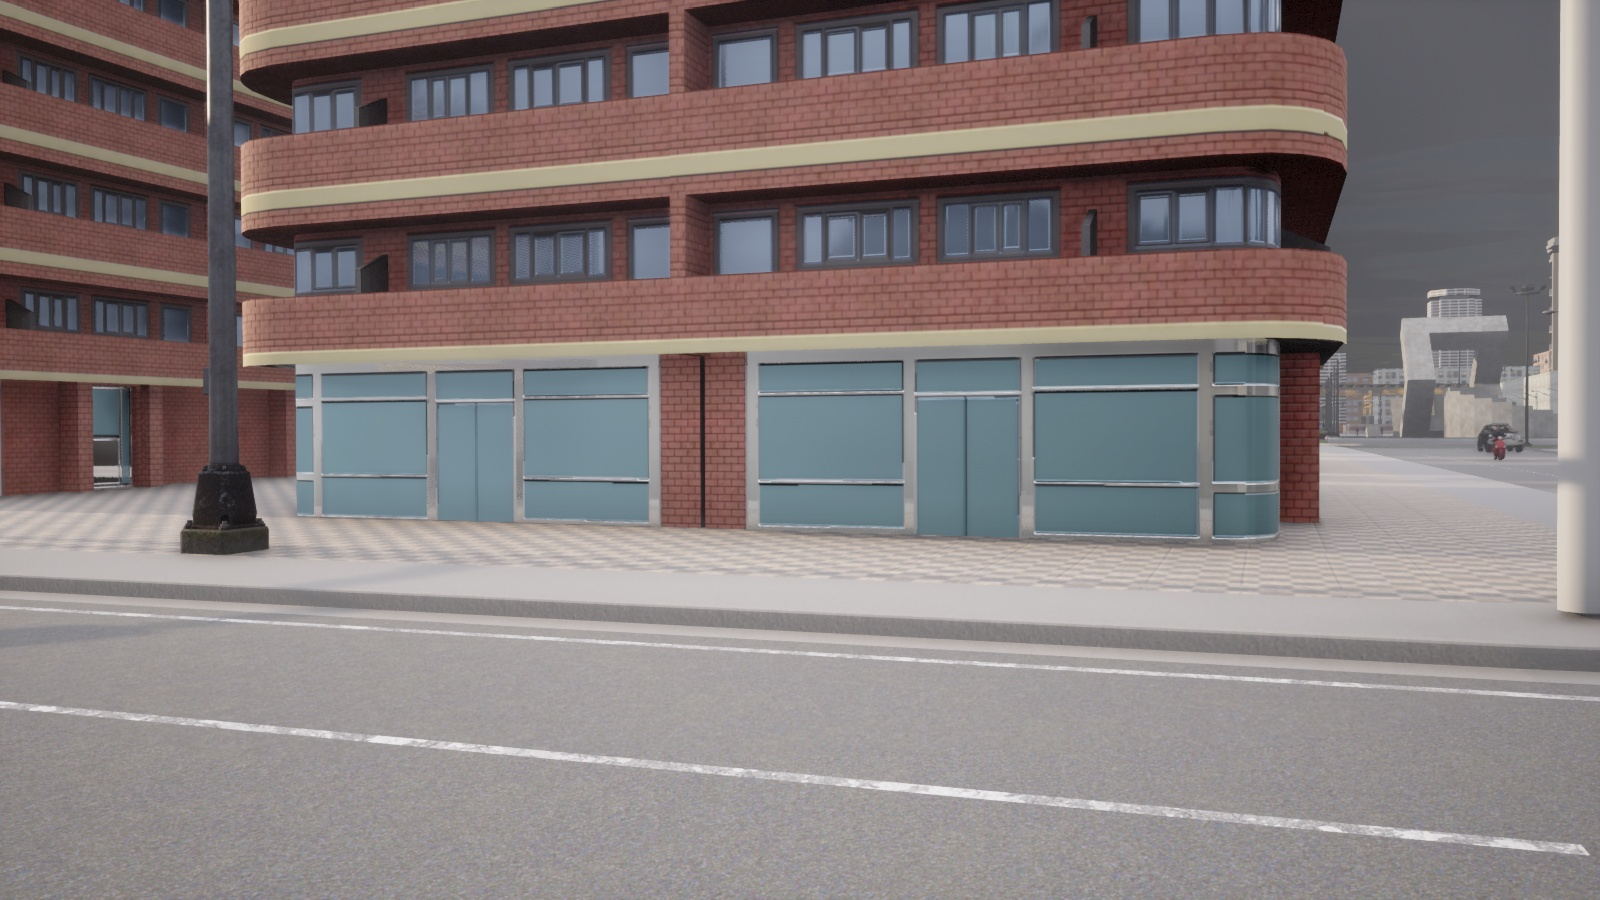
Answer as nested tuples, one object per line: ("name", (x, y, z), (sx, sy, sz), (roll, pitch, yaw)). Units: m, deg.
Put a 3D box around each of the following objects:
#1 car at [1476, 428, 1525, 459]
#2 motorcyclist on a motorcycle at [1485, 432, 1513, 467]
("car", (43.541, -0.444, 78.111), (1.932, 1.855, 4.605), (1, 1, 20))
("motorcyclist on a motorcycle", (32.939, -0.044, 59.194), (0.866, 1.590, 1.817), (1, 1, 20))
